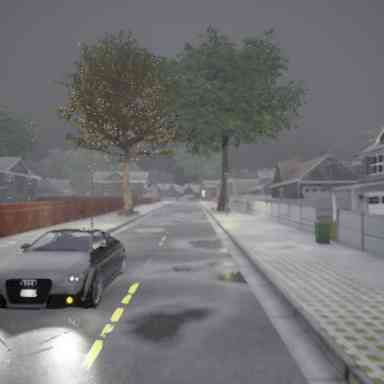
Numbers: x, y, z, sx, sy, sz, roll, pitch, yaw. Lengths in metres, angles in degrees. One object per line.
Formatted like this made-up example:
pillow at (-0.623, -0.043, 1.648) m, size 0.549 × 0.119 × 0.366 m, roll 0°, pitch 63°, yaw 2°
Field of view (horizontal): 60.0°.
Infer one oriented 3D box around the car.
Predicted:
car at (-2.827, 1.571, 7.760) m, size 1.994 × 1.385 × 4.181 m, roll 0°, pitch 0°, yaw 0°
